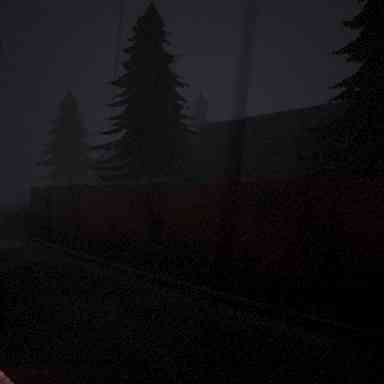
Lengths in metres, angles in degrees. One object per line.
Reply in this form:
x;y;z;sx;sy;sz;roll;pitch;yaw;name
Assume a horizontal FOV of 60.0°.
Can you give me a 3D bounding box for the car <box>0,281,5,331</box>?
-4.734;1.503;5.635;4.892;1.490;1.837;0;0;45;car
